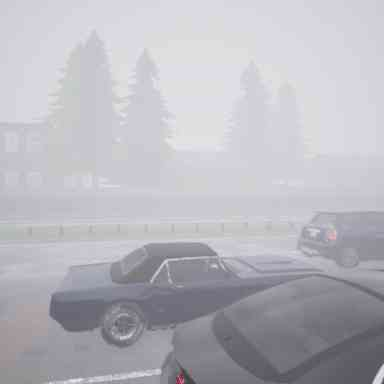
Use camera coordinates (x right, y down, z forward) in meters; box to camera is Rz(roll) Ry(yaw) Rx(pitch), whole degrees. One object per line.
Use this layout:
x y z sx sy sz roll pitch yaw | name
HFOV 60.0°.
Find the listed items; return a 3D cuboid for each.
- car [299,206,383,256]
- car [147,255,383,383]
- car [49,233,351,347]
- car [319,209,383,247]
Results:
5.863 1.343 10.921 4.553 1.767 2.097 0 0 -13 | car
2.184 1.500 2.866 4.892 1.490 1.837 1 0 -13 | car
0.120 1.598 5.977 4.718 1.301 1.895 0 0 -13 | car
8.803 1.534 15.207 5.357 1.411 2.033 0 0 -13 | car
